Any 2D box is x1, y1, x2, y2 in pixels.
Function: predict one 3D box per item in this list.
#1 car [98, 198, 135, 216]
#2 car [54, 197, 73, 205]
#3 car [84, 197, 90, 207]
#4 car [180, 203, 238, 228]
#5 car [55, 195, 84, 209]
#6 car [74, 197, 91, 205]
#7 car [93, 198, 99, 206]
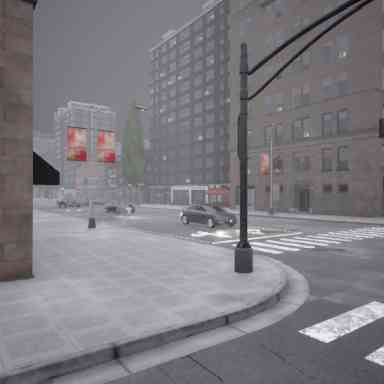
[{"bbox_3d":[-7.604,1.612,34.770,2.128,1.511,4.902,0,0,-36],"label":"car"},{"bbox_3d":[-25.246,1.803,65.242,2.033,1.411,5.357,0,0,-36],"label":"car"},{"bbox_3d":[-19.046,1.782,56.618,1.994,1.385,4.181,0,0,-36],"label":"car"},{"bbox_3d":[1.038,1.566,22.732,1.837,1.490,4.892,0,0,-35],"label":"car"},{"bbox_3d":[-18.595,1.509,50.242,2.150,2.045,5.566,0,0,-36],"label":"car"},{"bbox_3d":[-21.871,1.760,66.122,1.837,1.490,4.892,0,0,-36],"label":"car"},{"bbox_3d":[-15.932,1.713,57.846,2.128,1.511,4.902,0,0,-36],"label":"car"}]
